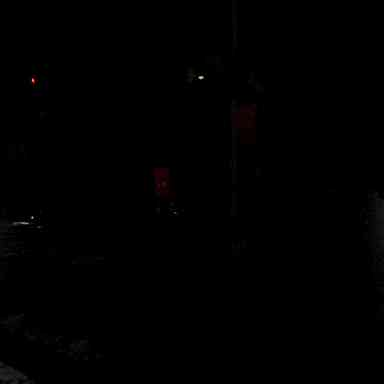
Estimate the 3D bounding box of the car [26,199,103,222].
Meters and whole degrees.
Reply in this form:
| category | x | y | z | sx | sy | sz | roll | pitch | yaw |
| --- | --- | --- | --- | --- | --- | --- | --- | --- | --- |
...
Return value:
| category | x | y | z | sx | sy | sz | roll | pitch | yaw |
| --- | --- | --- | --- | --- | --- | --- | --- | --- | --- |
| car | -8.988 | 1.246 | 24.050 | 2.033 | 1.411 | 5.357 | 0 | 1 | 35 |

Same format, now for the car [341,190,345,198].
| category | x | y | z | sx | sy | sz | roll | pitch | yaw |
| --- | --- | --- | --- | --- | --- | --- | --- | --- | --- |
| car | 28.200 | 0.378 | 60.022 | 1.837 | 1.490 | 4.892 | 0 | 1 | 34 |

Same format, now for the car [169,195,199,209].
| category | x | y | z | sx | sy | sz | roll | pitch | yaw |
| --- | --- | --- | --- | --- | --- | --- | --- | --- | --- |
| car | -1.002 | 1.018 | 35.508 | 1.994 | 1.385 | 4.181 | 0 | 1 | 35 |

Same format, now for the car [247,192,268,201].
| category | x | y | z | sx | sy | sz | roll | pitch | yaw |
| --- | --- | --- | --- | --- | --- | --- | --- | --- | --- |
| car | 10.504 | 0.669 | 51.863 | 2.033 | 1.411 | 5.357 | 0 | 1 | 35 |

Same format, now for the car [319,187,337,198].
| category | x | y | z | sx | sy | sz | roll | pitch | yaw |
| --- | --- | --- | --- | --- | --- | --- | --- | --- | --- |
| car | 24.948 | 0.105 | 61.049 | 2.150 | 2.045 | 5.566 | 0 | 1 | 35 |
